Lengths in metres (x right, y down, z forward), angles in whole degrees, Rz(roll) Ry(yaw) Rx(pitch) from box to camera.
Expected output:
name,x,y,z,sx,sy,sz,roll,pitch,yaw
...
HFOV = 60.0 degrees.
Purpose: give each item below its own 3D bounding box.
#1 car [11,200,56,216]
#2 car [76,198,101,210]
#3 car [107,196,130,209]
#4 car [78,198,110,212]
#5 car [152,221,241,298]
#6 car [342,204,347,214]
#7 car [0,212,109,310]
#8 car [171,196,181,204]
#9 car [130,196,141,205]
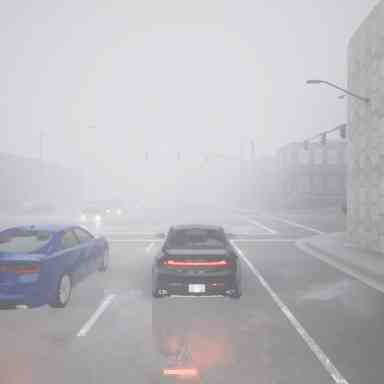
name,x,y,z,sx,sy,sz,roll,pitch,yaw
car,-15.158,1.525,32.124,1.812,1.442,4.674,0,0,14
car,-13.966,1.526,45.104,1.812,1.442,4.674,0,0,0
car,-10.458,1.601,46.354,1.895,1.301,4.718,0,0,0
car,-10.243,1.601,35.043,1.895,1.301,4.718,0,0,-5
car,0.104,1.505,8.478,1.837,1.490,4.892,0,0,0
car,14.996,1.015,27.522,5.008,1.535,1.882,-5,0,0
car,-3.401,1.478,7.933,1.882,1.535,5.008,0,0,0
car,-3.206,1.478,65.999,1.882,1.535,5.008,0,0,0
car,-10.386,1.526,60.504,1.812,1.442,4.674,0,0,0
